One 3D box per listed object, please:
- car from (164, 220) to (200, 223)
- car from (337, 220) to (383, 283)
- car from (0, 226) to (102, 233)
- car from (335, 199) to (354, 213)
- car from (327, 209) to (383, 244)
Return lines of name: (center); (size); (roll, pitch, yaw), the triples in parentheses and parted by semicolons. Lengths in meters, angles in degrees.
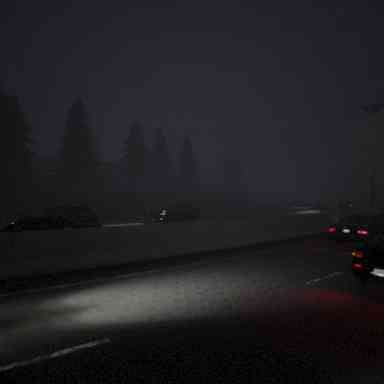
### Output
car: (-1.371, 1.535, 26.279); (2.097, 1.767, 4.553); (0, -1, 44)
car: (5.865, 1.622, 8.795); (4.674, 1.442, 1.812); (1, 0, -41)
car: (-6.096, 1.606, 12.694); (5.357, 1.411, 2.033); (1, -1, -37)
car: (20.568, 1.792, 44.732); (2.097, 1.767, 4.553); (0, 0, 27)
car: (8.248, 1.708, 15.737); (2.033, 1.411, 5.357); (0, -1, 45)
